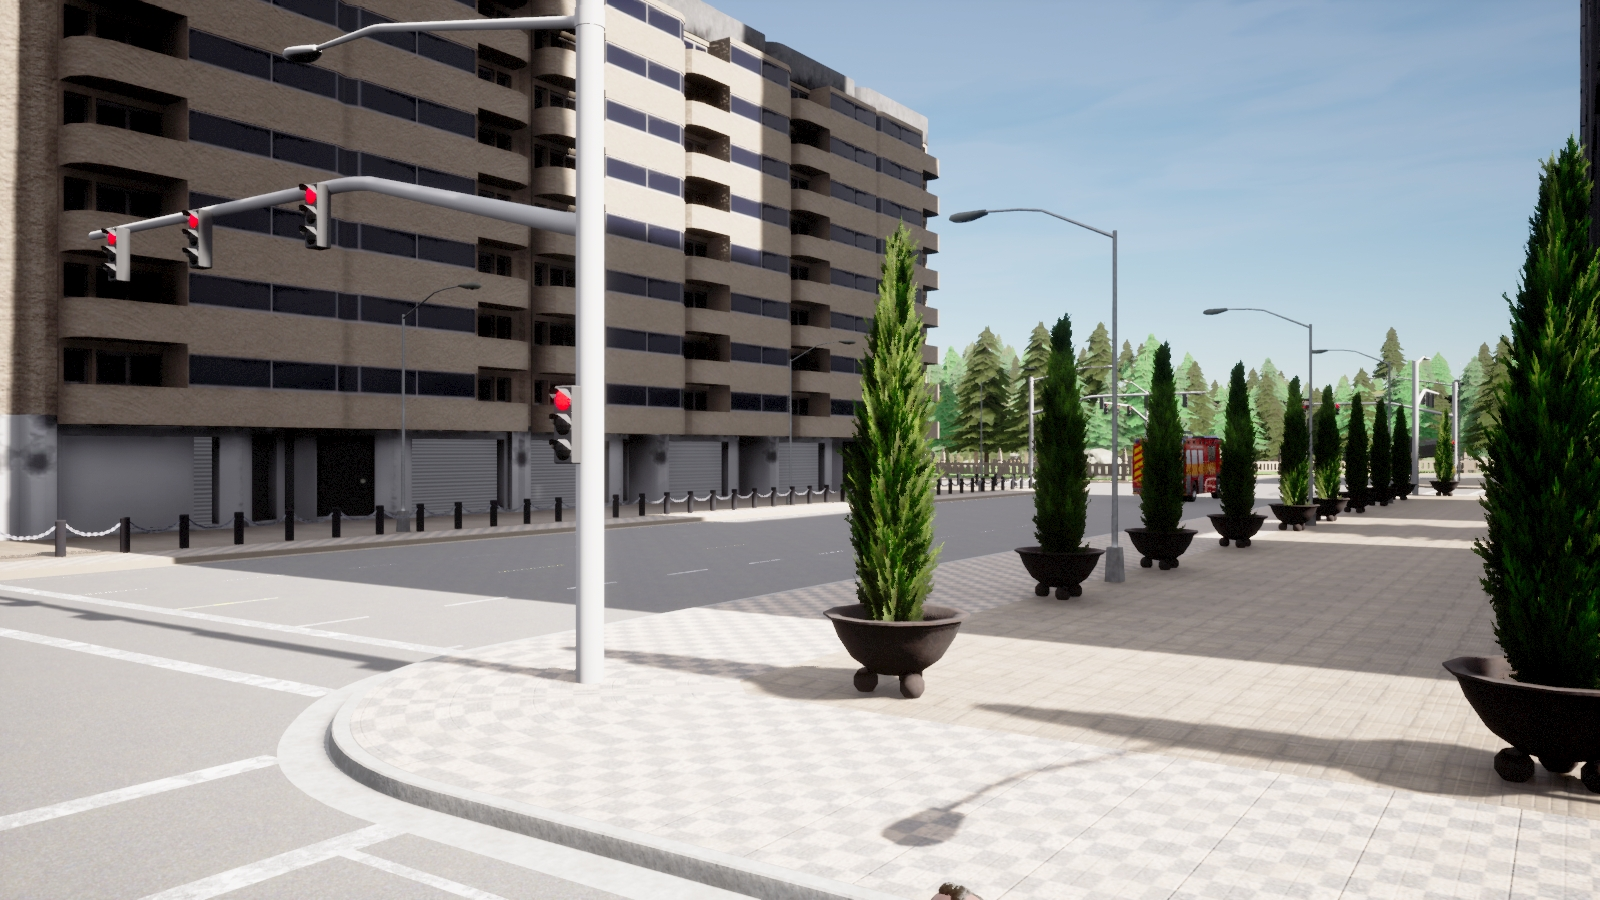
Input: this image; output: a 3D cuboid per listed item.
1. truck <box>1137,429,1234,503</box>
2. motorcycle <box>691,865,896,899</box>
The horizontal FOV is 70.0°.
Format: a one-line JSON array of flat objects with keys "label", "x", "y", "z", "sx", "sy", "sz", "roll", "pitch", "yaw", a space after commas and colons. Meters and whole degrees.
[{"label": "truck", "x": 21.438, "y": 0.835, "z": 63.219, "sx": 2.891, "sy": 3.827, "sz": 8.468, "roll": 0, "pitch": 0, "yaw": 34}, {"label": "motorcycle", "x": 0.516, "y": 2.205, "z": 3.364, "sx": 2.209, "sy": 1.251, "sz": 0.867, "roll": 0, "pitch": 0, "yaw": 34}]
